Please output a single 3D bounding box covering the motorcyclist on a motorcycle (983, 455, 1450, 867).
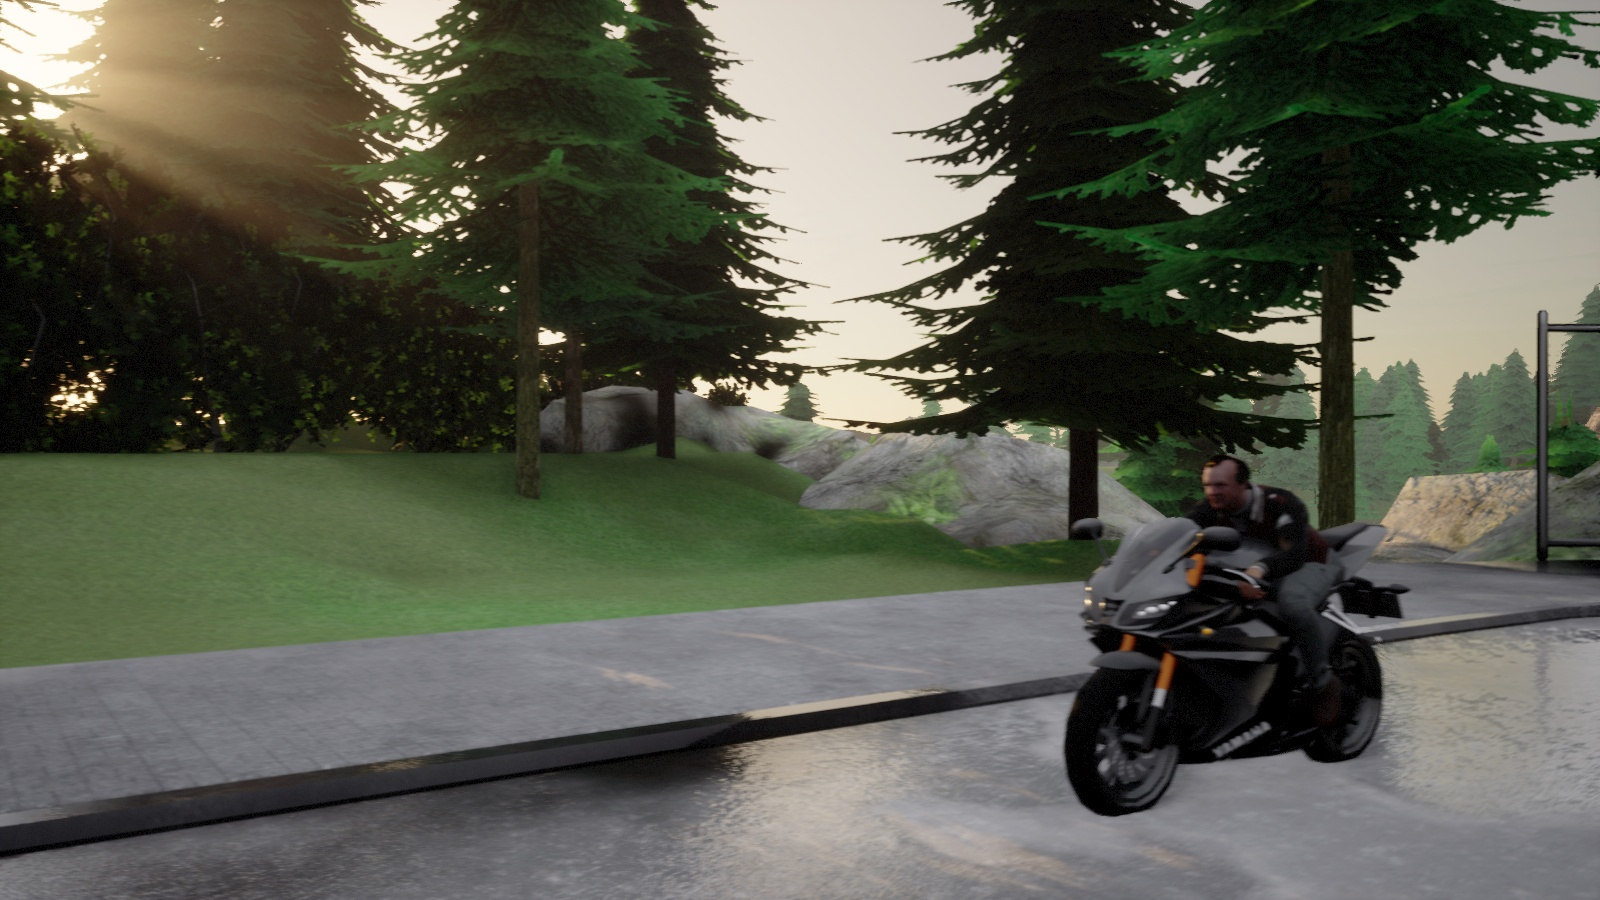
[{"bbox_3d":[1.933,0.790,5.667,2.191,1.530,0.866,0,0,-35],"label":"motorcyclist on a motorcycle"}]
